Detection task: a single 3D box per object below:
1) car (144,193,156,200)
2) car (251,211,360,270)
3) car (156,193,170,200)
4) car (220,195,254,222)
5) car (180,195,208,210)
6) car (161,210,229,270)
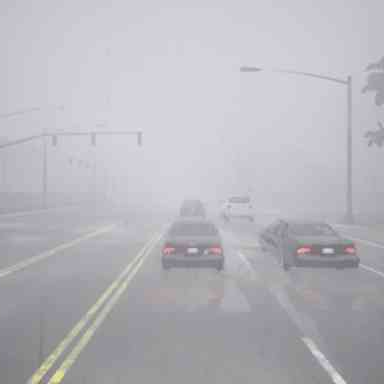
[{"bbox_3d":[-10.515,1.227,80.544,1.882,1.535,5.008,0,1,0],"label":"car"},{"bbox_3d":[3.542,1.574,11.118,2.033,1.411,5.357,0,0,1],"label":"car"},{"bbox_3d":[-7.015,1.257,80.595,1.837,1.490,4.892,0,1,0],"label":"car"},{"bbox_3d":[3.543,1.268,26.776,2.150,2.045,5.566,0,0,0],"label":"car"},{"bbox_3d":[0.062,1.393,29.535,2.097,1.767,4.553,0,0,0],"label":"car"},{"bbox_3d":[0.042,1.565,11.117,2.033,1.411,5.357,0,0,1],"label":"car"}]
